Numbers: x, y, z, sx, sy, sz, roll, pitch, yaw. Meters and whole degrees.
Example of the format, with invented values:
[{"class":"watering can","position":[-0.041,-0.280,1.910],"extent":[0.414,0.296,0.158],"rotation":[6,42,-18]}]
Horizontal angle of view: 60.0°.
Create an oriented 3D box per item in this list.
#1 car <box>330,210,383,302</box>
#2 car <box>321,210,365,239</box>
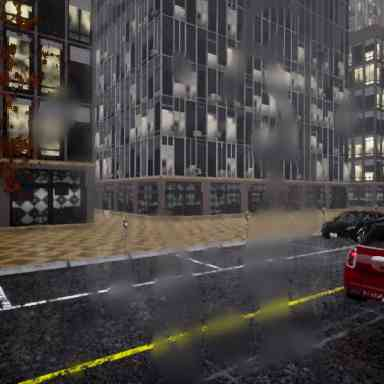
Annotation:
[{"class":"car","position":[5.256,1.352,7.061],"extent":[4.553,1.767,2.097],"rotation":[0,0,-35]},{"class":"car","position":[8.140,1.563,16.226],"extent":[4.313,1.339,1.947],"rotation":[0,0,-36]}]
